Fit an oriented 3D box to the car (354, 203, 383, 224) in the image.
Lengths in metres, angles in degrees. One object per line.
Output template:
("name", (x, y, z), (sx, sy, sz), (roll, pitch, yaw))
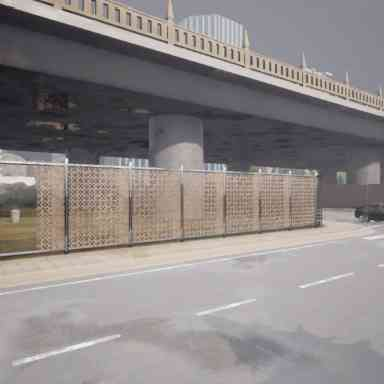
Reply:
("car", (13.620, 1.492, 22.742), (2.128, 1.511, 4.902), (0, 0, -27))
